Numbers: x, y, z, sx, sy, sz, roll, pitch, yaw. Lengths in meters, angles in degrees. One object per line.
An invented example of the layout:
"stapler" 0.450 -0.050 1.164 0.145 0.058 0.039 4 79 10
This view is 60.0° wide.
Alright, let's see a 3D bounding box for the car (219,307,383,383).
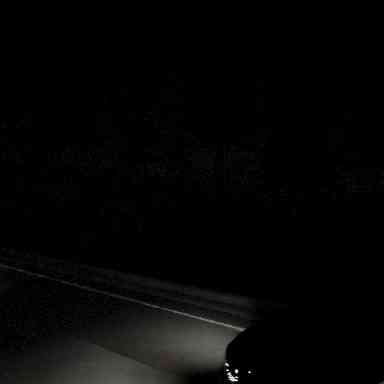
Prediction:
"car" 2.494 1.504 2.214 4.892 1.490 1.837 0 0 36
